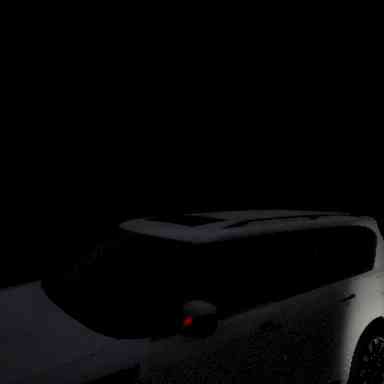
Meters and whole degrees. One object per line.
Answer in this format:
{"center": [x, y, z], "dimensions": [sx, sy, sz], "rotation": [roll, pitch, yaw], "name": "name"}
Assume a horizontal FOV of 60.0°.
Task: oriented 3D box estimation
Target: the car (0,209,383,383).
{"center": [0.060, 1.242, 3.422], "dimensions": [5.566, 2.045, 2.150], "rotation": [1, 0, -36], "name": "car"}
